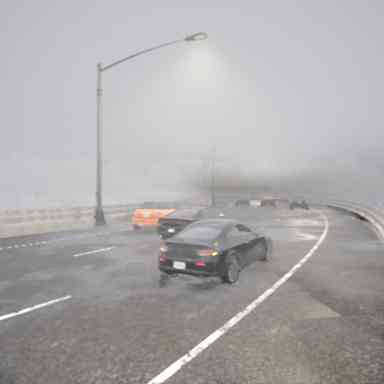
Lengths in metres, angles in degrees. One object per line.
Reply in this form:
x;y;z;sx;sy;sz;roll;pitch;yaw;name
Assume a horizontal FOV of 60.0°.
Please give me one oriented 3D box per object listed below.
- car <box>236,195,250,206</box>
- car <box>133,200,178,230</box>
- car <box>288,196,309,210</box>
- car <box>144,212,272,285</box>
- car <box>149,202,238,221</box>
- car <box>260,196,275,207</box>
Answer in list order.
7.797;1.186;50.784;2.097;1.767;4.553;0;0;9;car
-1.525;1.274;20.014;2.097;1.767;4.553;0;0;26;car
13.105;1.234;41.110;2.097;1.767;4.553;0;0;13;car
0.869;1.491;9.533;1.812;1.442;4.674;0;0;30;car
0.293;1.419;15.798;1.882;1.535;5.008;0;0;27;car
10.933;1.329;48.019;1.882;1.535;5.008;0;0;10;car
